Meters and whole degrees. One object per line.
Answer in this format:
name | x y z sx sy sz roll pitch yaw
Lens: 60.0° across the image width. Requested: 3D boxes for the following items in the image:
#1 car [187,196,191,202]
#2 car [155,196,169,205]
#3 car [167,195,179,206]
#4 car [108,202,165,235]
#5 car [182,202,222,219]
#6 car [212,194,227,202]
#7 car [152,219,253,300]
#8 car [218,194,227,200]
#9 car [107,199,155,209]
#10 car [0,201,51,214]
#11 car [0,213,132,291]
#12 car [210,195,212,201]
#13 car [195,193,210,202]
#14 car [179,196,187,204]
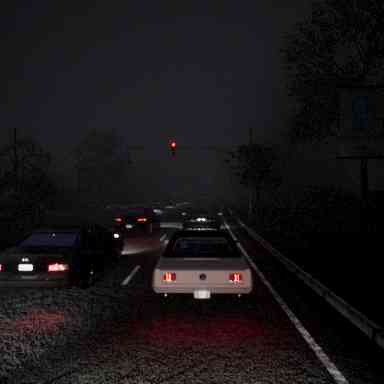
car | -1.379 1.549 72.976 1.994 1.385 4.181 0 0 8
car | -4.853 1.599 45.180 1.895 1.301 4.718 0 0 5
car | -3.918 1.349 54.101 2.097 1.767 4.553 0 0 7
car | -2.949 1.525 18.693 1.812 1.442 4.674 0 0 4
car | 0.513 1.504 17.580 1.837 1.490 4.892 0 0 2
car | 6.277 1.544 76.636 1.994 1.385 4.181 0 0 9
car | 0.228 1.600 8.355 1.895 1.301 4.718 0 0 1
car | 7.936 1.342 86.343 1.882 1.535 5.008 0 0 11
car | -6.656 1.599 35.850 4.718 1.301 1.895 0 0 -12
car | -17.574 1.599 35.220 4.718 1.301 1.895 0 0 6
car | -3.261 1.547 9.115 2.033 1.411 5.357 0 0 1
car | 4.425 1.521 86.593 2.128 1.511 4.902 0 0 11
car | 1.931 1.222 71.436 2.150 2.045 5.566 0 0 9
car | -2.808 1.502 63.019 1.837 1.490 4.892 0 0 8
